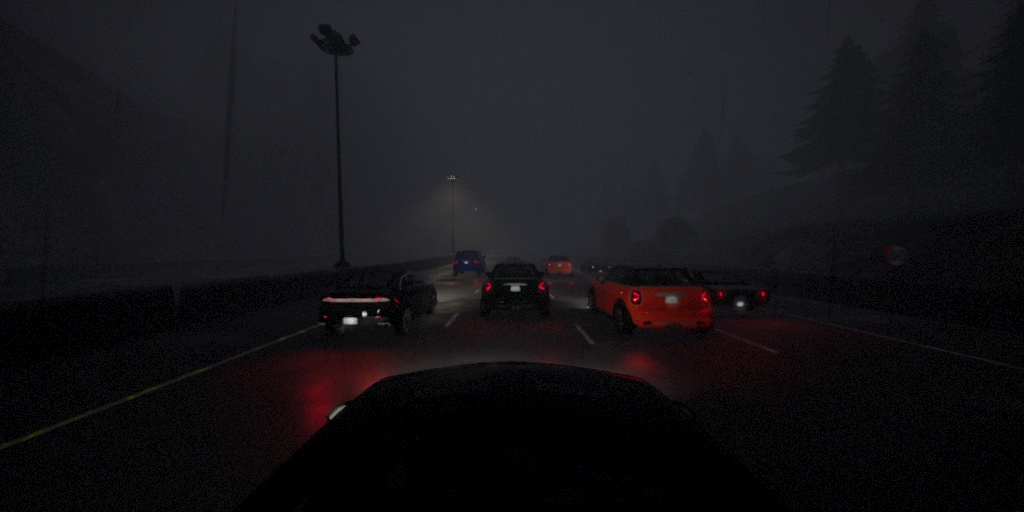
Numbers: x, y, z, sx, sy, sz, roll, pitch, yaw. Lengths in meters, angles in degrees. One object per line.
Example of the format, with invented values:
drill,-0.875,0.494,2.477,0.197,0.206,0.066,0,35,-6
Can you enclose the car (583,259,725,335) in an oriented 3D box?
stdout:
car,3.604,0.976,10.218,2.097,1.767,4.553,0,1,0

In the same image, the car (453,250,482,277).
car,-3.389,0.539,29.163,2.150,2.045,5.566,0,1,0

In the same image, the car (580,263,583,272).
car,7.112,0.885,30.967,1.895,1.301,4.718,0,1,0

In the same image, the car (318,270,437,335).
car,-3.397,1.119,9.960,2.128,1.511,4.902,0,1,0

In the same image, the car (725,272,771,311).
car,7.104,1.179,13.375,1.895,1.301,4.718,0,1,0

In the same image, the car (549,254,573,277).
car,3.611,0.669,29.234,2.097,1.767,4.553,0,1,0

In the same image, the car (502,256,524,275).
car,0.112,0.791,31.890,1.812,1.442,4.674,0,1,0

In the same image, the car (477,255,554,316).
car,0.103,0.940,12.627,2.097,1.767,4.553,0,1,0
